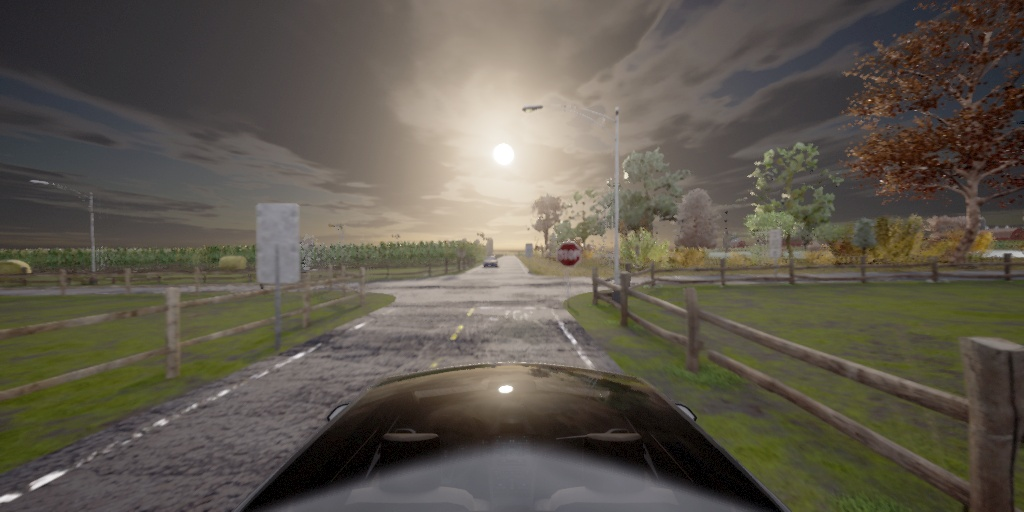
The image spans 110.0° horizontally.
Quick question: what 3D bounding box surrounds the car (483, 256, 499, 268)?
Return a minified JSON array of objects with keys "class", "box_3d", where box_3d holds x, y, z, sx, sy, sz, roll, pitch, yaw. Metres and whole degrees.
[{"class":"car","box_3d":[-2.738,0.761,46.869,2.033,1.411,5.357,0,1,0]}]
